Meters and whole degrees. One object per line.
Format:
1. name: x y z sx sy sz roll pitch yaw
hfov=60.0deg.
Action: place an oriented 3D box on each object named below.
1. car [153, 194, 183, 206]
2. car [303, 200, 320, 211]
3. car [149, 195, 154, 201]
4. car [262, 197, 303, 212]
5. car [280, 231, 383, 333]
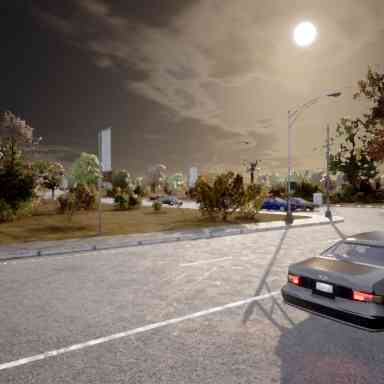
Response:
1. car: -3.359 1.339 51.060 2.128 1.511 4.902 -1 0 -39
2. car: 11.717 1.363 37.964 2.033 1.411 5.357 -1 0 -39
3. car: -7.740 1.260 73.374 1.882 1.535 5.008 -1 0 -38
4. car: 8.935 1.318 35.832 1.882 1.535 5.008 -1 0 -40
5. car: 4.103 1.528 6.695 5.357 1.411 2.033 0 0 -36
